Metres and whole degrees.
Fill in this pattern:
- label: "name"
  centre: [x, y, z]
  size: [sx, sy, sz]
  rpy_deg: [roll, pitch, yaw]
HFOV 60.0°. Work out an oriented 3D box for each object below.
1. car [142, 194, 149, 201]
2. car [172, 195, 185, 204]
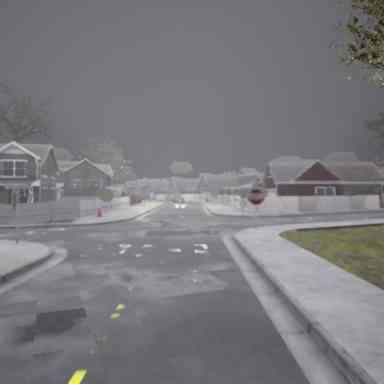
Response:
- label: "car"
  centre: [-12.029, 1.340, 82.356]
  size: [1.882, 1.535, 5.008]
  rpy_deg: [0, 0, -23]
- label: "car"
  centre: [-2.362, 1.349, 58.948]
  size: [2.128, 1.511, 4.902]
  rpy_deg: [1, 1, -9]
